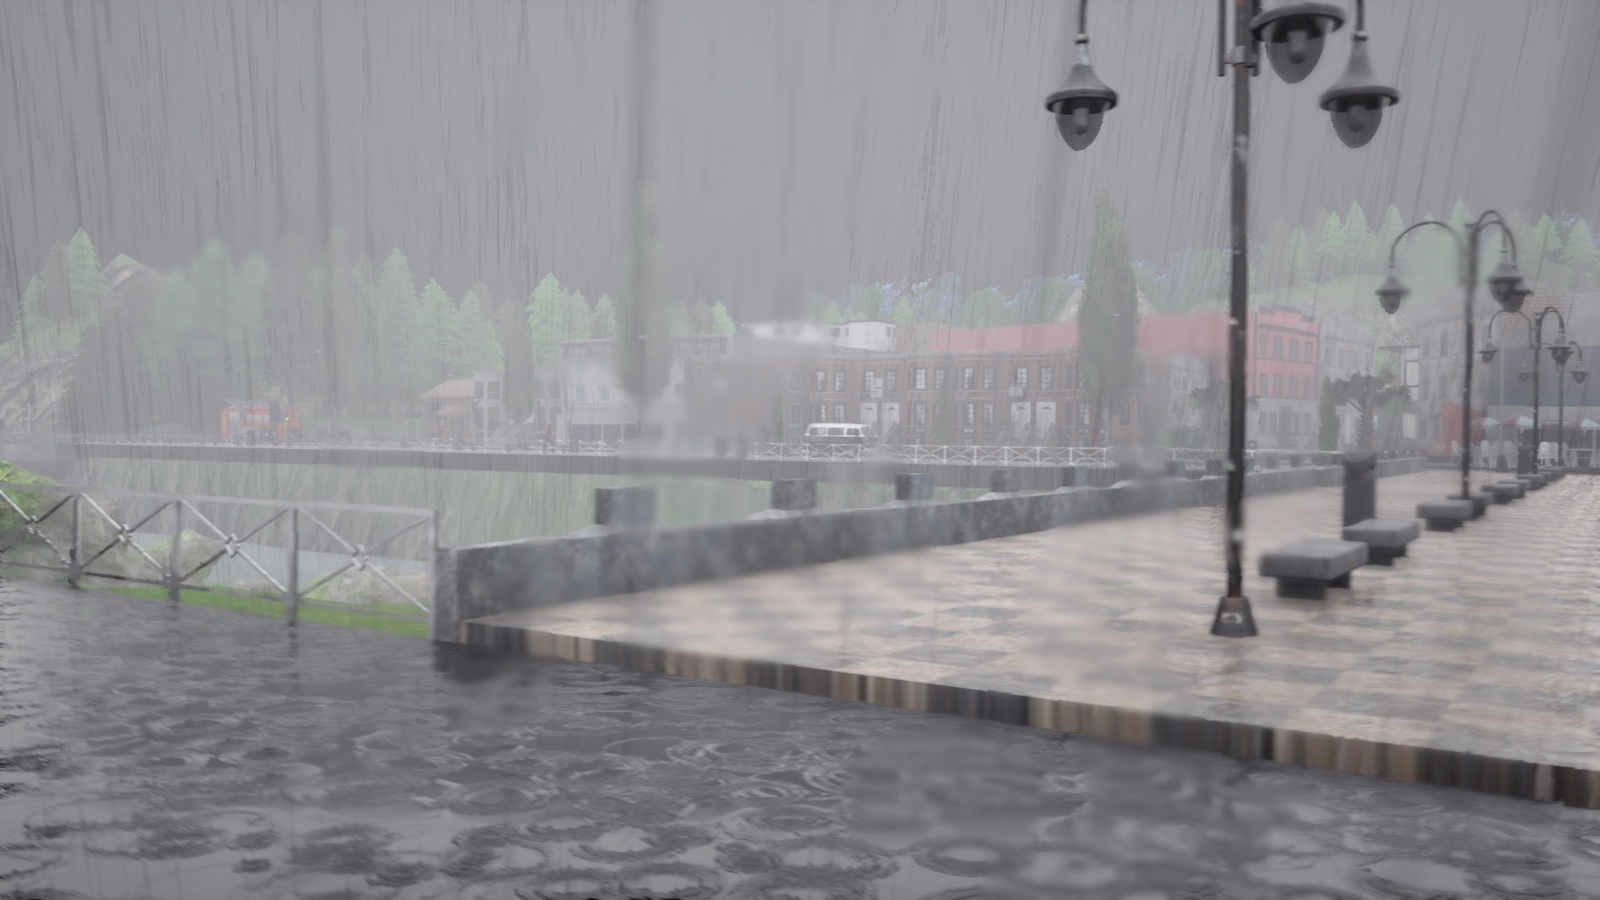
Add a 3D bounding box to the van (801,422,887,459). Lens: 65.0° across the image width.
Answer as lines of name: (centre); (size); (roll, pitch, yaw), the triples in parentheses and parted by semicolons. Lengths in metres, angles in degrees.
van: (2.496, -0.548, 71.789); (4.480, 2.038, 2.069); (0, 1, 34)
